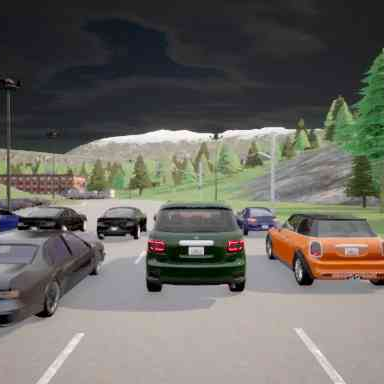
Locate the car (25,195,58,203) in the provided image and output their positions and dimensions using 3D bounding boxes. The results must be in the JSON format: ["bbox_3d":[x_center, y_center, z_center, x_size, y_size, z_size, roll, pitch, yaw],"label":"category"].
[{"bbox_3d":[-22.896,1.491,48.652,4.902,1.511,2.128,0,0,-5],"label":"car"}]

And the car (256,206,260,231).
[{"bbox_3d":[3.523,1.526,18.445,1.812,1.442,4.674,0,0,-1],"label":"car"}]

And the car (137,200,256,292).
[{"bbox_3d":[0.080,1.221,9.057,2.150,2.045,5.566,0,0,0],"label":"car"}]

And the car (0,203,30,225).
[{"bbox_3d":[-10.457,1.526,17.369,1.812,1.442,4.674,0,0,-1],"label":"car"}]

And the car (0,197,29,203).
[{"bbox_3d":[-22.087,1.547,37.934,5.357,1.411,2.033,0,0,-3],"label":"car"}]

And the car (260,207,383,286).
[{"bbox_3d":[3.578,1.352,9.590,2.097,1.767,4.553,0,0,0],"label":"car"}]

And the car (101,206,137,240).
[{"bbox_3d":[-3.456,1.478,17.158,1.882,1.535,5.008,0,0,0],"label":"car"}]

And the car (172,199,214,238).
[{"bbox_3d":[0.017,1.352,18.621,2.097,1.767,4.553,0,0,-1],"label":"car"}]

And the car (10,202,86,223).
[{"bbox_3d":[-6.963,1.478,17.167,1.882,1.535,5.008,0,0,1],"label":"car"}]

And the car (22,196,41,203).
[{"bbox_3d":[-23.359,1.564,44.961,4.181,1.385,1.994,0,0,-3],"label":"car"}]

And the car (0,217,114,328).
[{"bbox_3d":[-3.415,1.547,7.331,2.033,1.411,5.357,0,0,-1],"label":"car"}]
